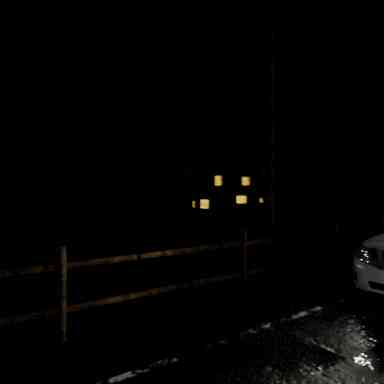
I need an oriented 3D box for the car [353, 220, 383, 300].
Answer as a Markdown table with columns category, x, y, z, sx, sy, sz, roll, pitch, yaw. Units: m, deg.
| category | x | y | z | sx | sy | sz | roll | pitch | yaw |
| --- | --- | --- | --- | --- | --- | --- | --- | --- | --- |
| car | 5.836 | 1.220 | 7.322 | 5.566 | 2.045 | 2.150 | 0 | 0 | -36 |
